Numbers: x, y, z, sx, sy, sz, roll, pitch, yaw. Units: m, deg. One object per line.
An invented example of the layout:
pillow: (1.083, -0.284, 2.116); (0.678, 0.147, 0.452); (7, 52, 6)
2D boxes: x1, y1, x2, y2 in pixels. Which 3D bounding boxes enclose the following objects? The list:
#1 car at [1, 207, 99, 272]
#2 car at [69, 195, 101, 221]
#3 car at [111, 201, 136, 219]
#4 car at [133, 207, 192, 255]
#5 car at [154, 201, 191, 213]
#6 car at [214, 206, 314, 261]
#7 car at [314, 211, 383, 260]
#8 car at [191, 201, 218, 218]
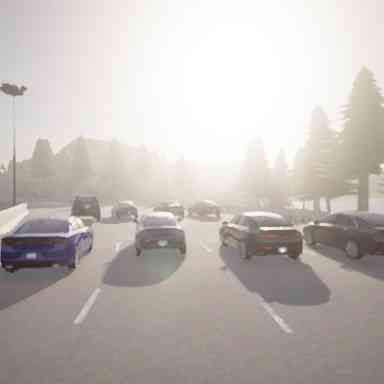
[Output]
car: (-4.504, 1.504, 11.063); (1.882, 1.535, 5.008); (0, 0, -8)
car: (-8.854, 1.274, 27.587); (2.150, 2.045, 5.566); (0, 0, -21)
car: (-6.043, 1.562, 29.824); (1.812, 1.442, 4.674); (0, 0, -21)
car: (-1.357, 1.534, 13.369); (1.812, 1.442, 4.674); (0, 0, -10)
car: (-2.129, 1.505, 29.344); (2.128, 1.511, 4.902); (0, 0, -21)
car: (2.347, 1.491, 12.339); (1.837, 1.490, 4.892); (0, 0, -9)
car: (5.877, 1.471, 12.300); (1.837, 1.490, 4.892); (0, 0, -8)
car: (1.097, 1.521, 30.742); (1.812, 1.442, 4.674); (0, 0, -21)
